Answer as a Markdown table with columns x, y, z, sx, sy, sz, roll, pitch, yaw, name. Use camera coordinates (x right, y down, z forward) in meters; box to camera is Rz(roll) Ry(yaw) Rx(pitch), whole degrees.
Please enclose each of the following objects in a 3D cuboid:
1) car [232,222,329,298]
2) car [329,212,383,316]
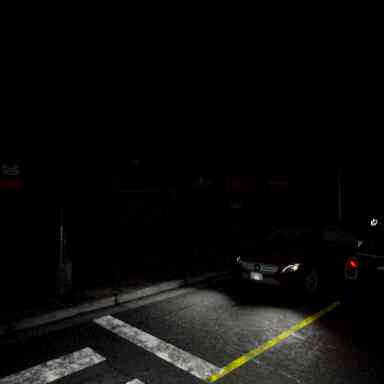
| x | y | z | sx | sy | sz | roll | pitch | yaw | name |
| --- | --- | --- | --- | --- | --- | --- | --- | --- | --- |
| 2.986 | 1.572 | 8.920 | 1.812 | 1.442 | 4.674 | 0 | -1 | 43 | car |
| 4.772 | 1.379 | 6.673 | 2.097 | 1.767 | 4.553 | -1 | -1 | 45 | car |
